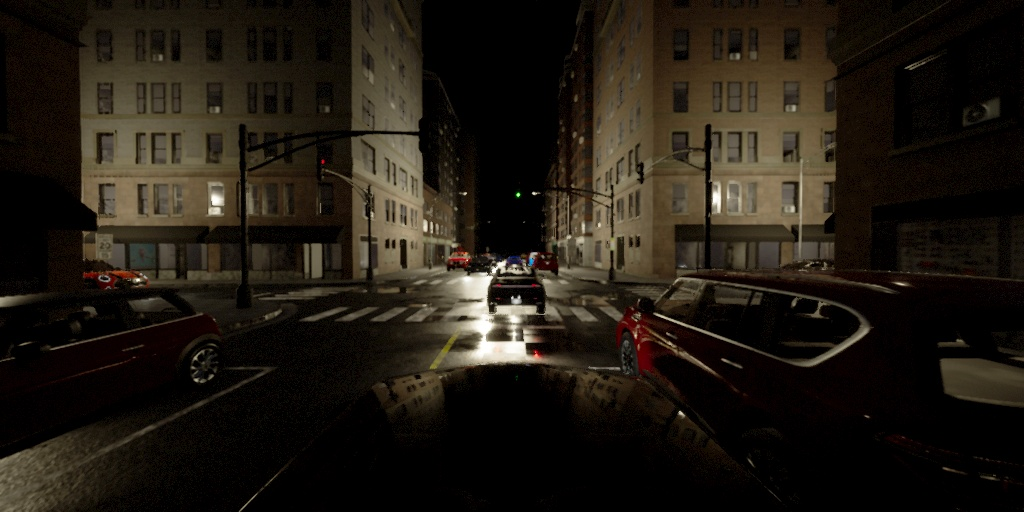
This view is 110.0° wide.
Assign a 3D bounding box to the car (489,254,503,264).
[{"bbox_3d":[-2.574,0.387,58.235,1.882,1.535,5.008,0,1,1],"label":"car"}]

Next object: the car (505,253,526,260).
[{"bbox_3d":[0.244,0.742,37.603,1.812,1.442,4.674,0,1,0],"label":"car"}]

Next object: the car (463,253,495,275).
[{"bbox_3d":[-2.728,0.793,30.959,1.882,1.535,5.008,0,1,0],"label":"car"}]

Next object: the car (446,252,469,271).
[{"bbox_3d":[-5.280,0.551,36.297,2.192,1.841,5.009,0,0,0],"label":"car"}]

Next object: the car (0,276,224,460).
[{"bbox_3d":[-5.382,1.160,3.741,1.967,1.591,4.097,0,0,0],"label":"car"}]

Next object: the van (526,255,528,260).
[{"bbox_3d":[2.852,0.494,41.768,1.690,1.789,3.998,0,0,0],"label":"van"}]

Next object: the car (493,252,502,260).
[{"bbox_3d":[-2.676,0.637,42.437,2.128,1.511,4.902,0,1,0],"label":"car"}]

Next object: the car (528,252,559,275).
[{"bbox_3d":[2.816,0.632,30.762,2.192,1.841,5.009,0,0,0],"label":"car"}]

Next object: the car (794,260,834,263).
[{"bbox_3d":[15.510,0.954,18.728,4.892,1.490,1.837,0,1,0],"label":"car"}]

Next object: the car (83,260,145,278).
[{"bbox_3d":[-19.149,0.948,16.005,4.553,1.767,2.097,0,1,0],"label":"car"}]

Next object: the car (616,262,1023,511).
[{"bbox_3d":[2.643,1.035,3.709,2.192,1.841,5.009,0,0,0],"label":"car"}]

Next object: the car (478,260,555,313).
[{"bbox_3d":[0.141,1.072,12.998,2.128,1.511,4.902,0,1,0],"label":"car"}]
